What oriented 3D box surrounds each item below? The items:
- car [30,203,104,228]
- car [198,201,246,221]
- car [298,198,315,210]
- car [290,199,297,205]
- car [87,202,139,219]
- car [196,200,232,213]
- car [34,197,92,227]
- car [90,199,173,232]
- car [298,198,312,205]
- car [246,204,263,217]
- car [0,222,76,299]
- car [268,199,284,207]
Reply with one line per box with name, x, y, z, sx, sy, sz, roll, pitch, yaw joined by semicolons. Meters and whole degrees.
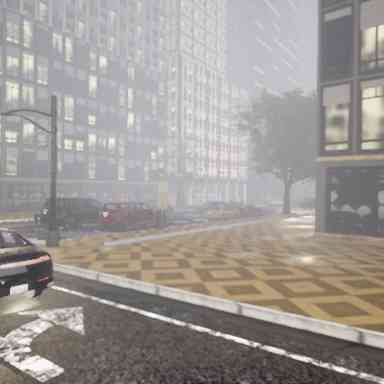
car;-9.188;1.652;24.860;1.837;1.490;4.892;1;0;38
car;2.912;1.865;31.449;1.752;1.417;4.829;0;0;36
car;19.576;1.893;53.992;2.192;1.841;5.009;0;0;36
car;22.880;2.179;72.560;1.802;1.307;4.206;0;0;36
car;-7.383;1.693;31.619;1.752;1.417;4.829;0;0;36
car;2.428;1.795;40.505;1.882;1.535;5.008;1;0;37
car;-7.355;1.402;22.603;2.150;2.045;5.566;1;0;40
car;-3.892;1.554;22.242;2.192;1.841;5.009;0;0;36
car;26.231;2.194;77.094;2.008;1.369;4.403;0;0;36
car;6.164;1.969;35.848;1.802;1.307;4.206;0;0;36
car;-5.006;1.501;7.253;4.902;1.511;2.128;0;0;35
car;16.077;2.029;63.356;1.752;1.417;4.829;0;0;36
